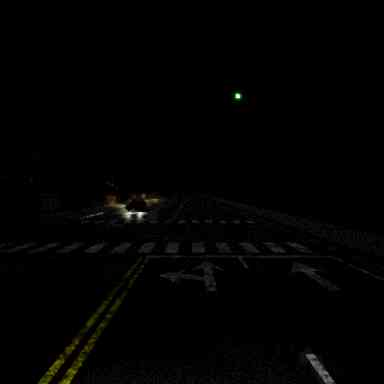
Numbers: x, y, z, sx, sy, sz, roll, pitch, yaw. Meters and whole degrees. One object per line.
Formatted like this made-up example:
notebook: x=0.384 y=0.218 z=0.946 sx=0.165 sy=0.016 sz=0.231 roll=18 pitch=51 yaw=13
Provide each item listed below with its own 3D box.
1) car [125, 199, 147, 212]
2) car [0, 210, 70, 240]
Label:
car: x=-6.470 y=1.533 z=39.251 sx=2.033 sy=1.411 sz=5.357 roll=0 pitch=0 yaw=0
car: x=-8.601 y=1.553 z=15.503 sx=5.357 sy=1.411 sz=2.033 roll=0 pitch=0 yaw=-34
